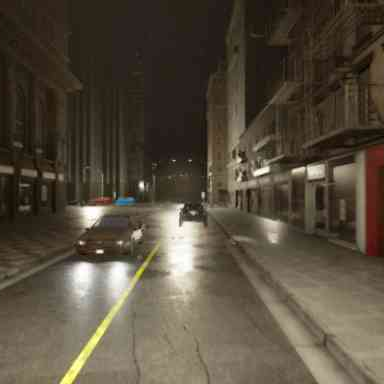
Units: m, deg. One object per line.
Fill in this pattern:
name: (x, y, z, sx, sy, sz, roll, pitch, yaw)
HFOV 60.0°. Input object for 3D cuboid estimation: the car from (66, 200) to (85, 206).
car: (-26.009, 2.374, 73.799, 4.313, 1.339, 1.947, 0, -1, -1)

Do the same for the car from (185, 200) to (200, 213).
car: (0.101, 1.901, 43.810, 1.882, 1.535, 5.008, 0, -1, 0)

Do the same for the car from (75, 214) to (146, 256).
car: (-3.102, 1.651, 13.861, 2.033, 1.411, 5.357, 0, -1, 0)

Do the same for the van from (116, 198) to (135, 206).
van: (-14.729, 2.156, 73.974, 3.998, 1.788, 1.690, 0, -1, -1)

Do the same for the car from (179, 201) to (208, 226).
car: (0.100, 1.571, 25.611, 2.097, 1.767, 4.553, 0, -1, 0)

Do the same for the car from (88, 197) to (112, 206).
car: (-20.369, 2.128, 73.888, 5.009, 1.841, 2.192, 0, -1, -1)
